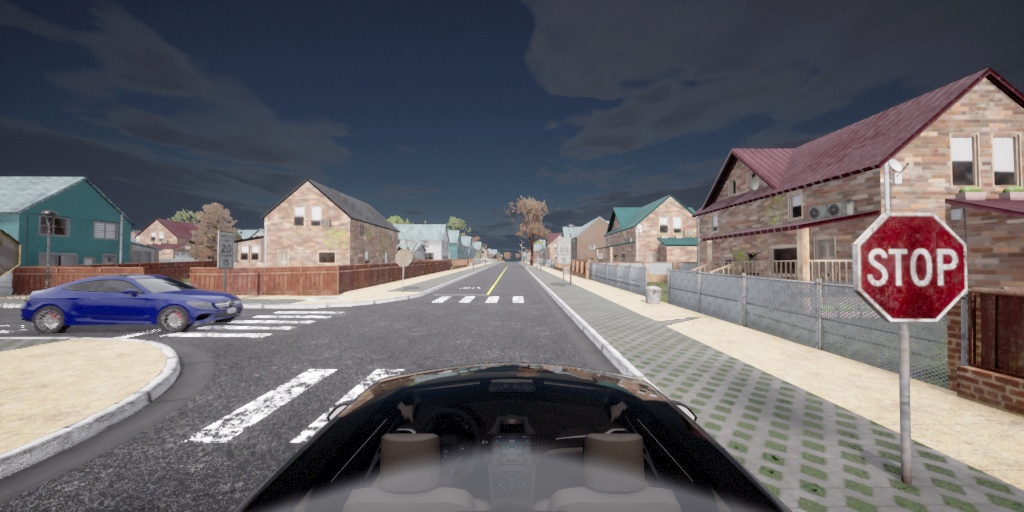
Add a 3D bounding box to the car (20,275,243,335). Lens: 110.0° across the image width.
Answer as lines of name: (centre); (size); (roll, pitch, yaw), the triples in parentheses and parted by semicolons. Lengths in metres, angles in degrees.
car: (-10.026, 1.225, 9.689); (4.674, 1.442, 1.812); (0, -1, -4)
